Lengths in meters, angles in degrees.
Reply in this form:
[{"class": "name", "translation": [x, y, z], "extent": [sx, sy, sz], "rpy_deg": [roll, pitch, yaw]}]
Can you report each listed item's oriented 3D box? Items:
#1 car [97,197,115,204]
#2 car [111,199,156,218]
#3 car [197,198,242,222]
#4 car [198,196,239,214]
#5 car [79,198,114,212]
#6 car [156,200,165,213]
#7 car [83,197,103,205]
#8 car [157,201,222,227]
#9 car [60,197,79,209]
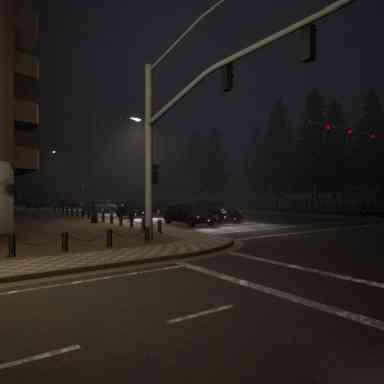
[{"class": "car", "translation": [-16.689, 1.656, 64.485], "extent": [1.895, 1.301, 4.718], "rpy_deg": [0, 0, -36]}, {"class": "car", "translation": [-5.435, 1.619, 30.577], "extent": [1.994, 1.385, 4.181], "rpy_deg": [0, 0, -36]}, {"class": "car", "translation": [1.862, 1.407, 26.439], "extent": [2.097, 1.767, 4.553], "rpy_deg": [0, 0, -36]}, {"class": "car", "translation": [2.908, 1.407, 37.288], "extent": [2.097, 1.767, 4.553], "rpy_deg": [0, 0, -36]}, {"class": "car", "translation": [-11.177, 1.656, 38.562], "extent": [1.895, 1.301, 4.718], "rpy_deg": [0, 0, -36]}, {"class": "car", "translation": [-3.374, 1.547, 33.709], "extent": [2.128, 1.511, 4.902], "rpy_deg": [0, 0, -36]}, {"class": "car", "translation": [-18.015, 1.656, 60.365], "extent": [1.895, 1.301, 4.718], "rpy_deg": [0, 0, -36]}, {"class": "car", "translation": [-0.319, 1.581, 23.508], "extent": [1.812, 1.442, 4.674], "rpy_deg": [0, 0, -37]}, {"class": "car", "translation": [-17.286, 1.533, 47.108], "extent": [1.882, 1.535, 5.008], "rpy_deg": [0, 0, -35]}]
